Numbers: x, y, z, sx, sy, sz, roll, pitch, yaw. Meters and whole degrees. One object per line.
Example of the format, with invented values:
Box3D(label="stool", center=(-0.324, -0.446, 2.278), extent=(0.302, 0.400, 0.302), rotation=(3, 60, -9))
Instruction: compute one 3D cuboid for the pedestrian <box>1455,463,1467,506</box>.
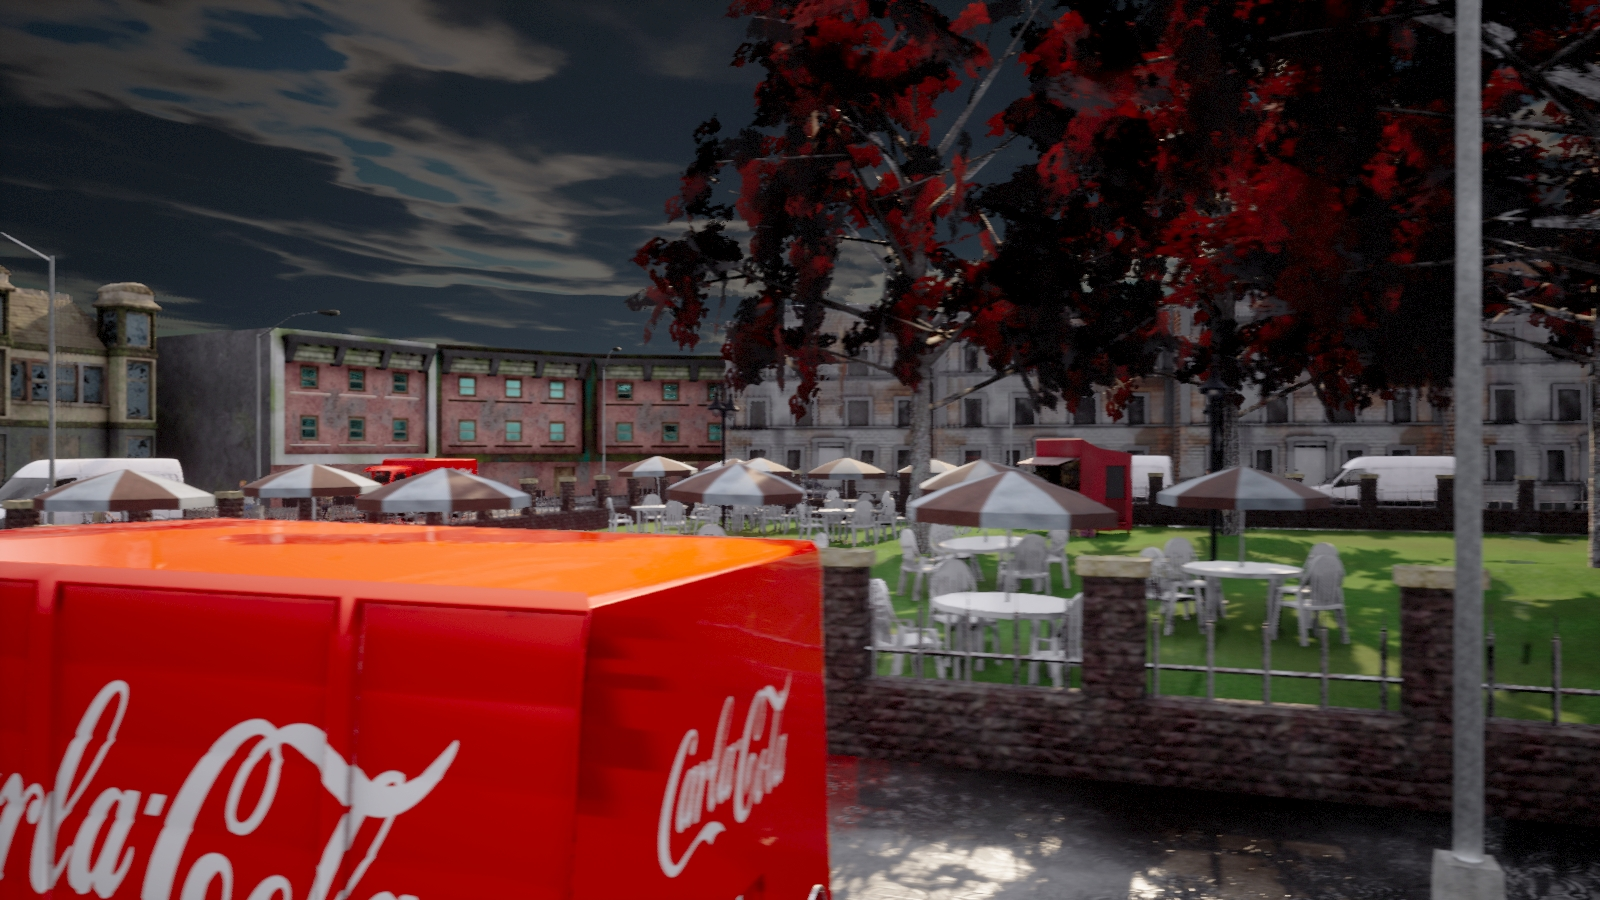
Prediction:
Box3D(label="pedestrian", center=(28.813, 1.515, 49.796), extent=(0.375, 1.860, 0.375), rotation=(0, 0, 45))

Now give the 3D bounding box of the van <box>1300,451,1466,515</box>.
Box3D(label="van", center=(24.096, 1.316, 47.509), extent=(5.915, 2.561, 1.988), rotation=(0, 0, 20))

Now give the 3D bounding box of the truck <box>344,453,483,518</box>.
Box3D(label="truck", center=(-15.431, 1.348, 45.984), extent=(2.627, 2.467, 5.204), rotation=(0, 0, 20))

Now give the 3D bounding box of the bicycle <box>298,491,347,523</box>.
Box3D(label="bicycle", center=(-17.162, 2.036, 41.081), extent=(0.859, 1.080, 1.487), rotation=(0, 0, 20))

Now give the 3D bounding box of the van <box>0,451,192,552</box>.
Box3D(label="van", center=(-20.372, 1.315, 32.191), extent=(1.988, 2.561, 5.915), rotation=(0, 0, 20))

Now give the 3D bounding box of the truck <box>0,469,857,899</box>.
Box3D(label="truck", center=(-2.633, 1.348, 4.752), extent=(5.204, 2.467, 2.627), rotation=(0, 0, 19))

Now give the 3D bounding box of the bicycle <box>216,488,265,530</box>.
Box3D(label="bicycle", center=(-18.406, 1.936, 37.600), extent=(0.373, 1.296, 1.643), rotation=(0, 0, 20))
